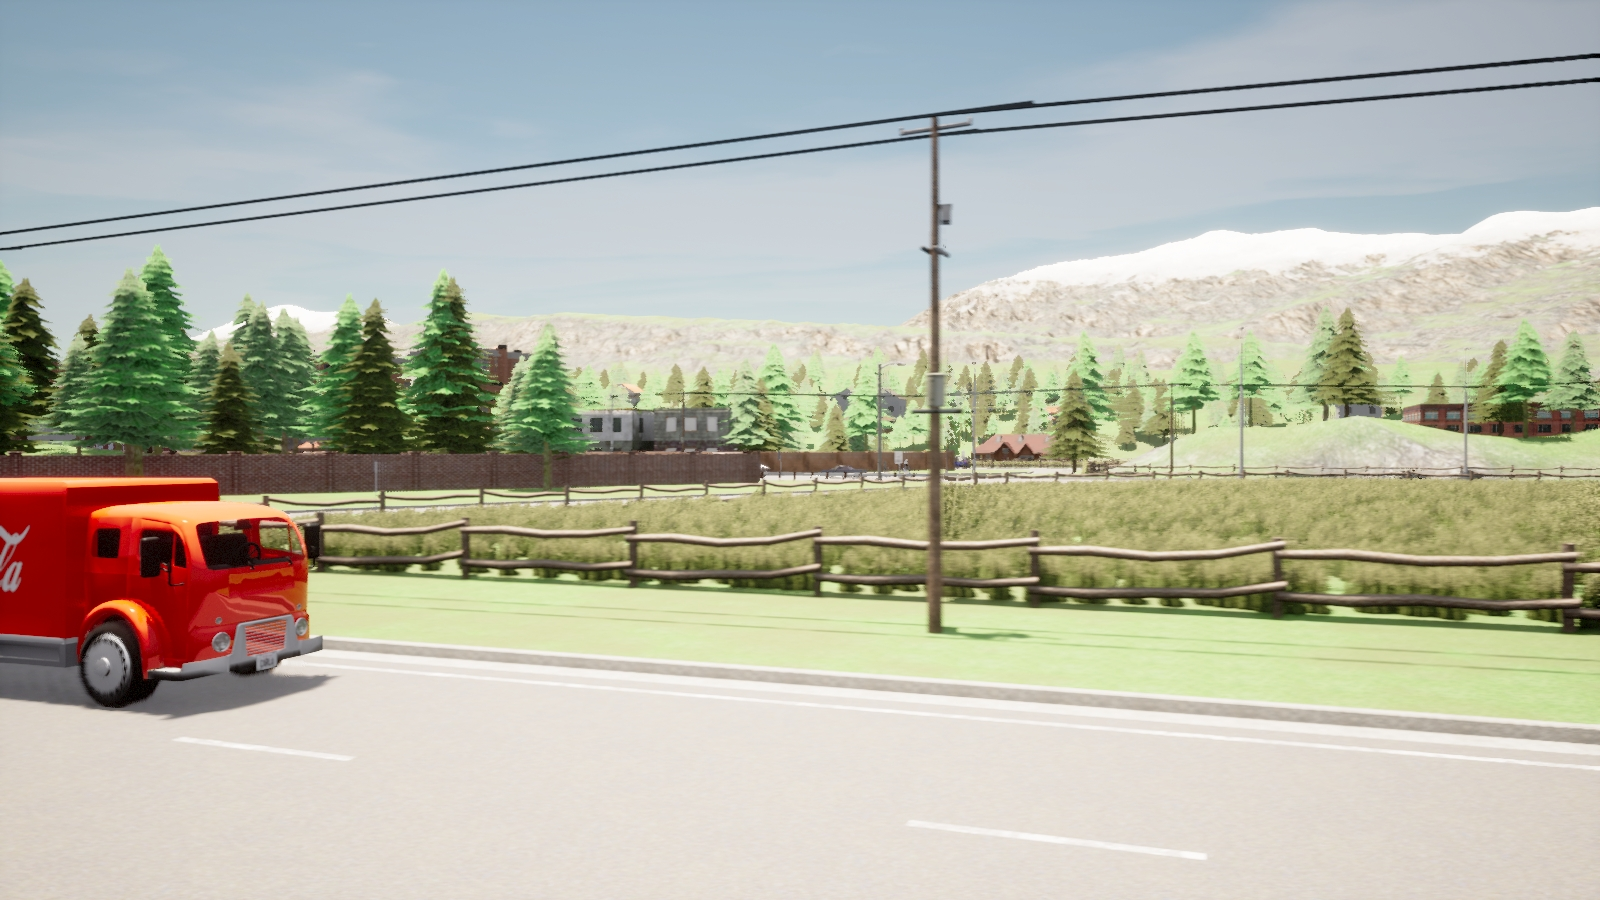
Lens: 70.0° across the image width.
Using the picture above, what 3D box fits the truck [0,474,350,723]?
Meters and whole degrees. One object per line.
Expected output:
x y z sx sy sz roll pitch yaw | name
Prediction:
-8.486 1.568 13.836 5.204 2.467 2.627 0 0 20 | truck
